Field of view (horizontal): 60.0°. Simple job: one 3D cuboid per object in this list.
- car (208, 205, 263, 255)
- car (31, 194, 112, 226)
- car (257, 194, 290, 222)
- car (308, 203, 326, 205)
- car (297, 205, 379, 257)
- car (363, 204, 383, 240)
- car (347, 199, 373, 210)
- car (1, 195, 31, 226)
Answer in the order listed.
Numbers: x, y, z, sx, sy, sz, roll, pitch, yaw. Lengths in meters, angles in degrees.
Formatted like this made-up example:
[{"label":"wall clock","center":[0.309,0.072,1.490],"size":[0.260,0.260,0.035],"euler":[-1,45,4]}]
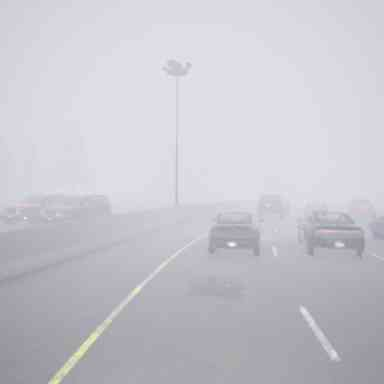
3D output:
[{"label":"car","center":[1.816,1.498,13.388],"size":[1.837,1.490,4.892],"euler":[0,0,12]},{"label":"car","center":[-7.226,1.164,21.296],"size":[2.150,2.045,5.566],"euler":[0,0,16]},{"label":"car","center":[7.315,1.225,29.628],"size":[2.150,2.045,5.566],"euler":[0,0,24]},{"label":"car","center":[11.075,1.623,29.489],"size":[1.895,1.301,4.718],"euler":[0,0,24]},{"label":"car","center":[5.319,1.503,13.141],"size":[2.128,1.511,4.902],"euler":[0,0,12]},{"label":"car","center":[9.126,1.506,14.157],"size":[1.882,1.535,5.008],"euler":[0,0,13]},{"label":"car","center":[15.121,1.392,29.907],"size":[2.097,1.767,4.553],"euler":[0,0,24]},{"label":"car","center":[-10.350,1.146,23.041],"size":[2.150,2.045,5.566],"euler":[0,0,17]}]
